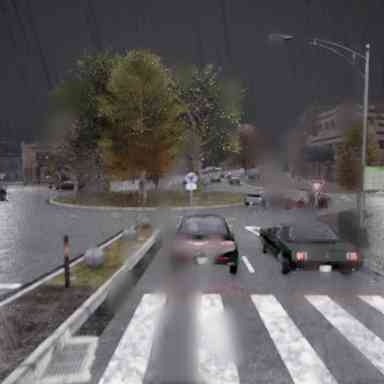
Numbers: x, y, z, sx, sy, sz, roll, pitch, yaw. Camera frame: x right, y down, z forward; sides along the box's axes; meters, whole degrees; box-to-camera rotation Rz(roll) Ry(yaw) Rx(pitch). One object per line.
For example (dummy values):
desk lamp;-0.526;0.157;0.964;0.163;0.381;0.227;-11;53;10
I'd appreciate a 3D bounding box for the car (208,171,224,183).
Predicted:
car;4.845;-2.764;68.072;2.097;1.767;4.553;0;5;2

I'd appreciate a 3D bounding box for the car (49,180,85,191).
car;-18.429;-1.017;49.047;5.008;1.535;1.882;0;5;-7

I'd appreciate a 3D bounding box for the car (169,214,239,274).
car;0.359;1.452;10.535;2.128;1.511;4.902;0;1;1

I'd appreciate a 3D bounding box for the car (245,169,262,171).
car;14.768;-4.296;84.216;4.553;1.767;2.185;1;6;10

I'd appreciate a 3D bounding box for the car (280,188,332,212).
car;9.275;0.492;26.302;4.553;1.767;2.097;-4;6;-44

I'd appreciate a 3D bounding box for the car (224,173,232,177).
car;9.903;-4.058;84.480;1.895;1.301;4.718;1;5;10

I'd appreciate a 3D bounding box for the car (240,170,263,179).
car;14.230;-3.914;81.538;4.892;1.521;2.231;1;5;10

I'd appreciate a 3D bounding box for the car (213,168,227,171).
car;7.321;-4.533;87.001;2.097;1.767;4.553;1;6;10

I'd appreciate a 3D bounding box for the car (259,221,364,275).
car;3.352;1.569;10.406;1.895;1.301;4.718;0;1;2

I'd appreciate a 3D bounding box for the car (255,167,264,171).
car;15.760;-4.936;89.591;5.566;2.045;2.435;1;6;11

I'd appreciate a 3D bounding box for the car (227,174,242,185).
car;7.889;-2.160;63.184;1.837;1.490;4.892;0;6;0

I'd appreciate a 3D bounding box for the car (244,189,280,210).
car;6.212;0.528;27.746;2.128;1.511;4.902;4;6;41

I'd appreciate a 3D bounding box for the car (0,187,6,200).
car;-19.387;0.221;32.078;2.128;1.511;4.902;-1;4;-17

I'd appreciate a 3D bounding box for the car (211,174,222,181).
car;5.754;-3.482;77.994;1.994;1.385;4.181;1;5;10
